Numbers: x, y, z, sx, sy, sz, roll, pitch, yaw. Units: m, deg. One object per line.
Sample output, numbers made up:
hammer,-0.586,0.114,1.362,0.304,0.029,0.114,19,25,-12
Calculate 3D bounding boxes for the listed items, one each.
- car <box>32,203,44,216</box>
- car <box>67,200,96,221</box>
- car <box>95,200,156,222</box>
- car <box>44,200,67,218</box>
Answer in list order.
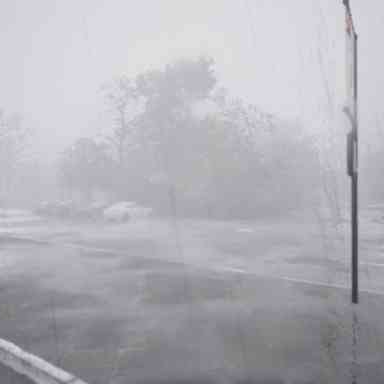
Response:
car,-12.716,1.526,31.622,2.002,1.452,4.674,0,0,36
car,-7.382,1.480,27.821,2.097,1.535,5.008,0,0,36
car,-4.825,1.518,25.984,2.002,1.452,4.674,0,0,36
car,-10.052,1.484,29.716,2.231,1.521,4.892,0,0,36
